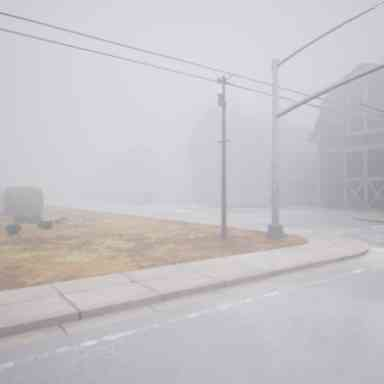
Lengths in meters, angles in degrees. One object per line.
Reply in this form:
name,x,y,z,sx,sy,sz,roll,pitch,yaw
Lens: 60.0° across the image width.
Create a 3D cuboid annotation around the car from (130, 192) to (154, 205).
car,-8.249,1.055,54.595,3.866,1.878,1.905,-2,5,11
